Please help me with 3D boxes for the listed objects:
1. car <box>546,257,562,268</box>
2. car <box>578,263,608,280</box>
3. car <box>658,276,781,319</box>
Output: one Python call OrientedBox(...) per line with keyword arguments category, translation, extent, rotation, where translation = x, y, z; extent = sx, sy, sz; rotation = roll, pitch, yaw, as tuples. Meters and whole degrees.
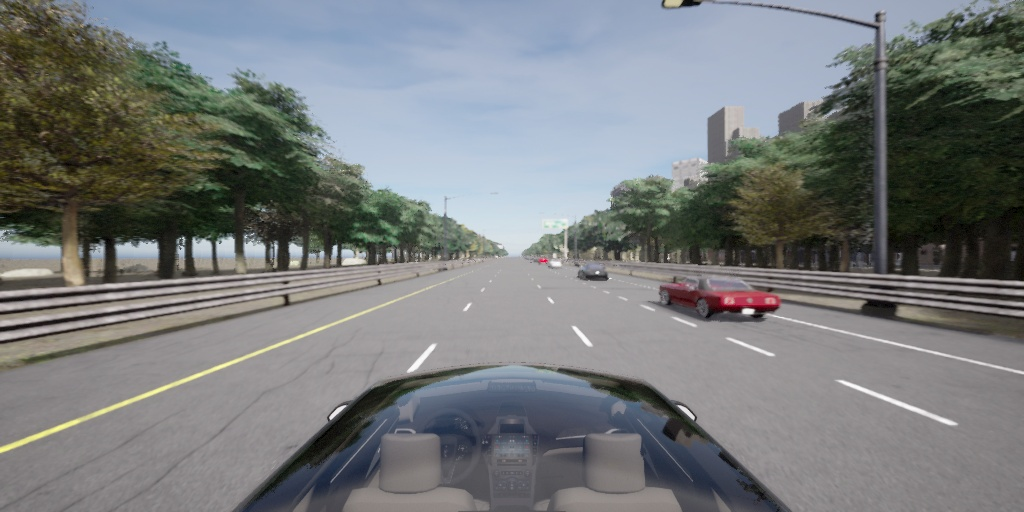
OrientedBox(category="car", translation=(7.167, 1.316, 59.731), extent=(1.812, 1.442, 4.674), rotation=(0, 0, 0))
OrientedBox(category="car", translation=(7.041, 1.338, 31.509), extent=(1.994, 1.385, 4.181), rotation=(0, 0, 0))
OrientedBox(category="car", translation=(7.001, 1.360, 12.845), extent=(1.895, 1.301, 4.718), rotation=(0, 0, 0))
